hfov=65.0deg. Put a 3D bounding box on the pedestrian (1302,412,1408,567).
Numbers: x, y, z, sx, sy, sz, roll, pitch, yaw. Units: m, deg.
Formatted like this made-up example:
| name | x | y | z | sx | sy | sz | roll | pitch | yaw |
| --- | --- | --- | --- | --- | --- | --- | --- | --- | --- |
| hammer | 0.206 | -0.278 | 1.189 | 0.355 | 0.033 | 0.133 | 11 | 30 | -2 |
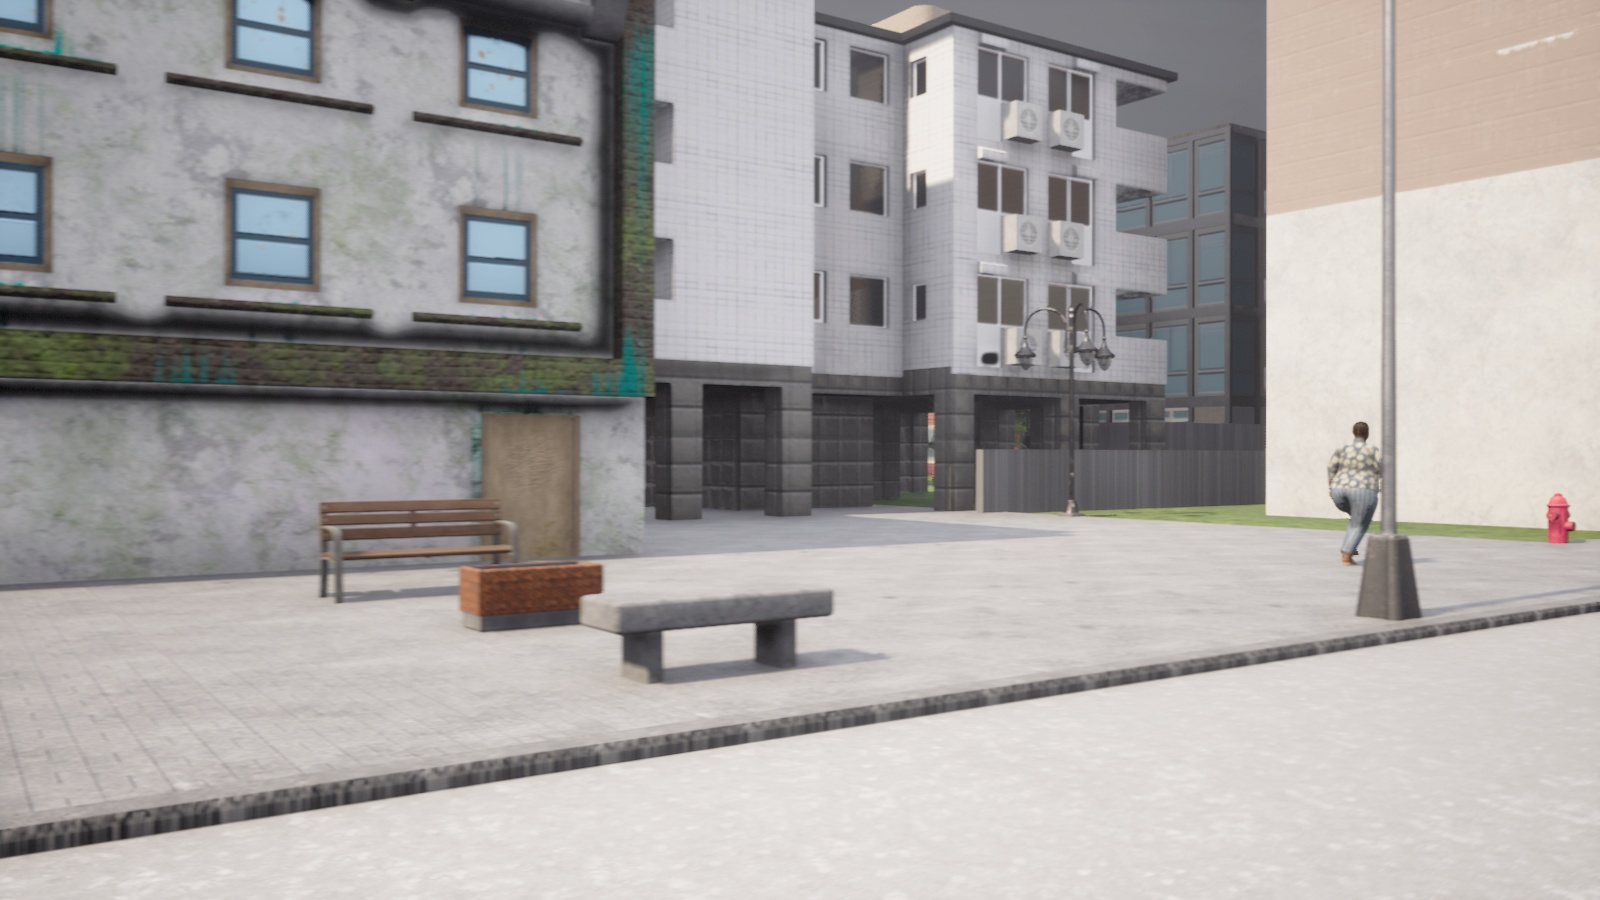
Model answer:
| name | x | y | z | sx | sy | sz | roll | pitch | yaw |
| --- | --- | --- | --- | --- | --- | --- | --- | --- | --- |
| pedestrian | 6.934 | 0.478 | 15.697 | 0.900 | 1.855 | 0.874 | 0 | 0 | -35 |
